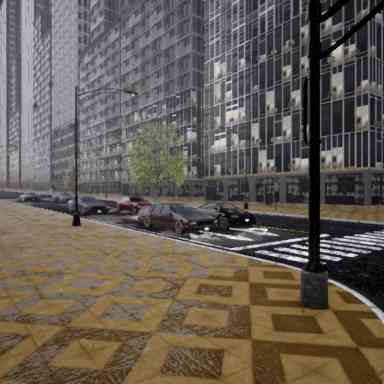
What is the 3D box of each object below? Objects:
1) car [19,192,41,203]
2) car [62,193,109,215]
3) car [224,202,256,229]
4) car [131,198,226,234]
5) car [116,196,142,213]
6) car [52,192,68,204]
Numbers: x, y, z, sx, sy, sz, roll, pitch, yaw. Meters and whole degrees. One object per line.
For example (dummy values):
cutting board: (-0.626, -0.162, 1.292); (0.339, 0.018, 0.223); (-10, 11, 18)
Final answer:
car: (-21.450, 0.696, 44.078); (1.994, 1.385, 4.181); (0, 1, -38)
car: (-8.765, 1.058, 27.686); (2.033, 1.411, 5.357); (0, 1, -38)
car: (1.751, 1.309, 19.544); (1.994, 1.385, 4.181); (0, 1, -38)
car: (-0.940, 1.292, 17.708); (2.033, 1.411, 5.357); (0, 1, -38)
car: (-4.808, 1.075, 27.907); (1.812, 1.442, 4.674); (0, 1, -38)
car: (-16.702, 0.741, 43.219); (2.033, 1.411, 5.357); (0, 1, -37)
